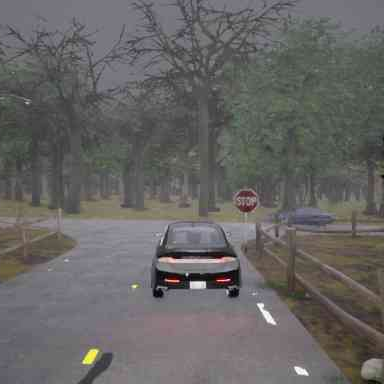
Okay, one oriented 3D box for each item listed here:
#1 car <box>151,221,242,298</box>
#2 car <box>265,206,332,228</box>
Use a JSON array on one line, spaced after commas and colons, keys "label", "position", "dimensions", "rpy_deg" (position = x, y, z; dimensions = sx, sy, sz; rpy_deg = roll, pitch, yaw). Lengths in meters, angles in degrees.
[{"label": "car", "position": [0.035, 1.492, 8.520], "dimensions": [2.128, 1.511, 4.902], "rpy_deg": [0, 0, -2]}, {"label": "car", "position": [7.493, 1.737, 23.476], "dimensions": [4.674, 1.442, 1.812], "rpy_deg": [2, 0, -7]}]
